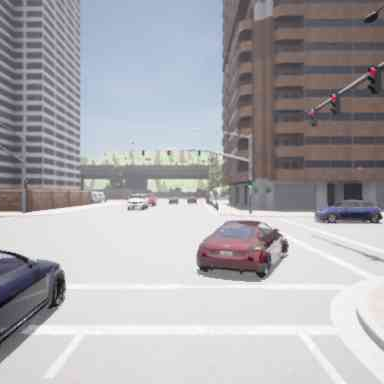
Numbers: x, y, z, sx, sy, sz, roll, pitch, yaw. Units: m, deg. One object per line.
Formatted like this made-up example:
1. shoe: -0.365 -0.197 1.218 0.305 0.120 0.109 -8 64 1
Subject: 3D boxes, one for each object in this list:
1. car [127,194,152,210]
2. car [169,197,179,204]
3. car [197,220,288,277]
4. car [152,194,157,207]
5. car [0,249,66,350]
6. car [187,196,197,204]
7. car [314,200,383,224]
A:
1. car: -7.087 1.283 43.809 2.150 2.045 5.566 0 0 0
2. car: -3.457 1.636 63.597 2.033 1.411 5.357 0 0 0
3. car: 1.732 1.579 10.552 1.994 1.385 4.181 0 0 24
4. car: -7.051 1.297 54.230 2.150 2.045 5.566 0 0 1
5. car: -3.544 1.572 5.235 1.994 1.385 4.181 0 0 -2
6. car: 0.011 1.582 65.058 2.128 1.511 4.902 0 0 0
7. car: 11.546 1.387 24.866 4.553 1.767 2.097 0 0 2
